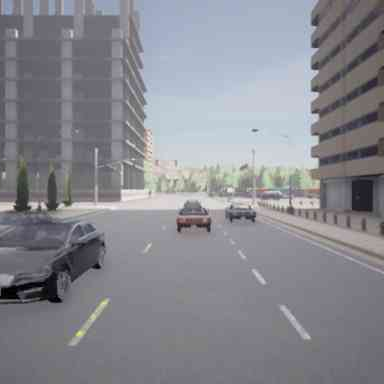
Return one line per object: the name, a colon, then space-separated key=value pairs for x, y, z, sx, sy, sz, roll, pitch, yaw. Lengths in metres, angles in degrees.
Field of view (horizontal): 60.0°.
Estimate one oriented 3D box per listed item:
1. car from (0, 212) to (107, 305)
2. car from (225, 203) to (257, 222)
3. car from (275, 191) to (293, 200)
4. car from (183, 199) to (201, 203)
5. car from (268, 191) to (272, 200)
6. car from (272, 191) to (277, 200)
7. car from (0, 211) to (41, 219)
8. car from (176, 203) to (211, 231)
car: x=-3.500 y=1.464 z=8.240 sx=2.128 sy=1.511 sz=4.902 roll=0 pitch=0 yaw=0
car: x=3.566 y=1.515 z=25.256 sx=1.895 sy=1.301 sz=4.718 roll=0 pitch=0 yaw=0
car: x=24.294 y=1.158 z=86.568 sx=3.806 sy=1.475 sz=1.970 roll=0 pitch=0 yaw=0
car: x=0.045 y=1.447 z=34.531 sx=1.994 sy=1.385 sz=4.181 roll=0 pitch=0 yaw=-1
car: x=24.215 y=0.897 z=92.145 sx=4.605 sy=1.855 sz=1.932 roll=0 pitch=0 yaw=0
car: x=24.280 y=1.117 z=89.463 sx=3.905 sy=1.438 sz=1.784 roll=0 pitch=0 yaw=0
car: x=-6.998 y=1.502 z=13.483 sx=2.033 sy=1.411 sz=5.357 roll=0 pitch=0 yaw=0
car: x=0.104 y=1.533 z=19.819 sx=1.895 sy=1.301 sz=4.718 roll=0 pitch=0 yaw=0
